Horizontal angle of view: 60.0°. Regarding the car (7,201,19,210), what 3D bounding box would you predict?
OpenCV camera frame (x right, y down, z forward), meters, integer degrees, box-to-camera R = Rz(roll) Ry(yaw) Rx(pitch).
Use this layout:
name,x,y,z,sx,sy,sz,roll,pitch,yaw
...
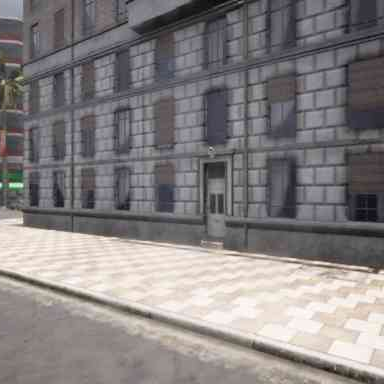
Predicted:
name,x,y,z,sx,sy,sz,roll,pitch,yaw
car,-20.802,1.564,41.775,1.994,1.385,4.181,0,0,36

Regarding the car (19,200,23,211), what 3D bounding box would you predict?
name,x,y,z,sx,sy,sz,roll,pitch,yaw
car,-17.706,1.525,40.091,1.812,1.442,4.674,0,0,36
